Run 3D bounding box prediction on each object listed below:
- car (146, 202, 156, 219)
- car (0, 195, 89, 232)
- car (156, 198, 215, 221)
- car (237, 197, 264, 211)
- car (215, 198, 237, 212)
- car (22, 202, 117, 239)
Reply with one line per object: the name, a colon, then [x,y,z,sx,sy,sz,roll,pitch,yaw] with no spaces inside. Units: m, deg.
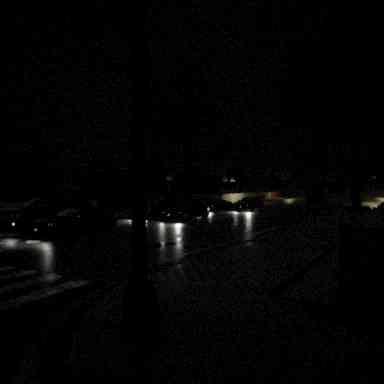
car: [-3.141,1.511,28.080,1.994,1.385,4.181,-1,0,32]
car: [-8.508,1.226,19.723,2.150,2.045,5.566,-1,0,35]
car: [-0.395,1.418,26.332,1.837,1.490,4.892,-1,0,33]
car: [6.414,1.292,36.866,1.837,1.490,4.892,-1,0,33]
car: [2.606,1.391,36.979,2.033,1.411,5.357,-1,0,33]
car: [-6.037,1.499,17.569,1.812,1.442,4.674,-1,0,34]
